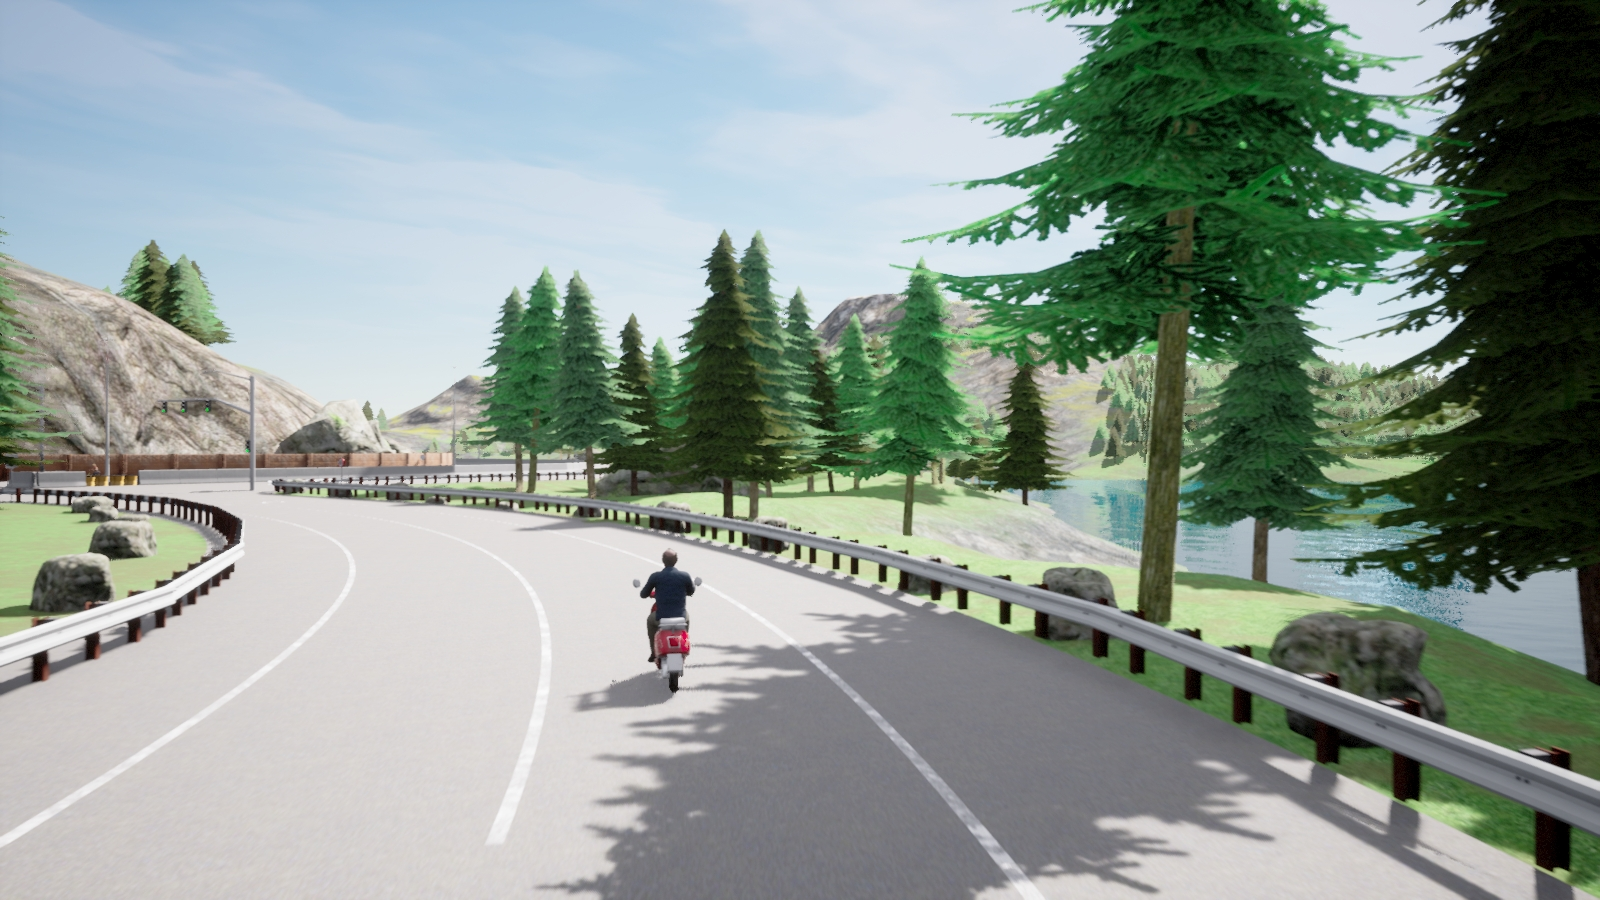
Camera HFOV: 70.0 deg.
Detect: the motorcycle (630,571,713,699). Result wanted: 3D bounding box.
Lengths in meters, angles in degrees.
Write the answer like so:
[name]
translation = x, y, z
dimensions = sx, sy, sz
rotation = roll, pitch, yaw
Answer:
[motorcycle]
translation = -1.584, 2.182, 13.807
dimensions = 0.856, 1.236, 1.805
rotation = 0, 0, -11
